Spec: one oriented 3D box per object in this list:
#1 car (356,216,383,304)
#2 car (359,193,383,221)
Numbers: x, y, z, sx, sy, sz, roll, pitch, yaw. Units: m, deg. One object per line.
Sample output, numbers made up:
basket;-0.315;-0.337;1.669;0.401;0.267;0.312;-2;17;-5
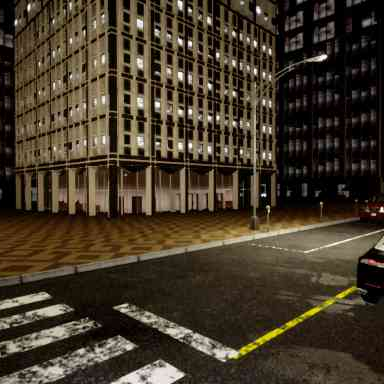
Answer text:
car;5.080;1.410;6.937;4.902;1.511;2.128;-1;1;-44
car;12.799;1.022;21.877;5.009;1.841;2.192;-1;1;-44
